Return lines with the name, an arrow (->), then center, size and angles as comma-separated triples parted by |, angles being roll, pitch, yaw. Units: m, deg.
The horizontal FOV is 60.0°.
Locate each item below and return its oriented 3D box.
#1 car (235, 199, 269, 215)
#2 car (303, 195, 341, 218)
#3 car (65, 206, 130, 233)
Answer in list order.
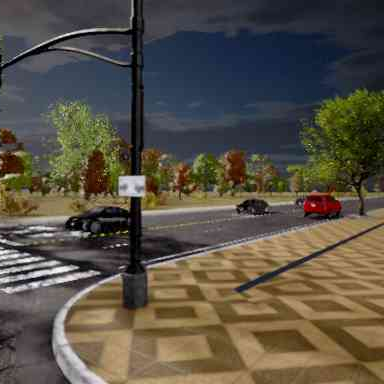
car -> 6.276, 1.482, 34.452 | 1.837, 1.490, 4.892 | 1, 1, 38
car -> 12.304, 1.279, 31.288 | 2.150, 2.045, 5.566 | 1, 1, 38
car -> -5.304, 1.566, 19.754 | 1.994, 1.385, 4.181 | 1, 1, 38
